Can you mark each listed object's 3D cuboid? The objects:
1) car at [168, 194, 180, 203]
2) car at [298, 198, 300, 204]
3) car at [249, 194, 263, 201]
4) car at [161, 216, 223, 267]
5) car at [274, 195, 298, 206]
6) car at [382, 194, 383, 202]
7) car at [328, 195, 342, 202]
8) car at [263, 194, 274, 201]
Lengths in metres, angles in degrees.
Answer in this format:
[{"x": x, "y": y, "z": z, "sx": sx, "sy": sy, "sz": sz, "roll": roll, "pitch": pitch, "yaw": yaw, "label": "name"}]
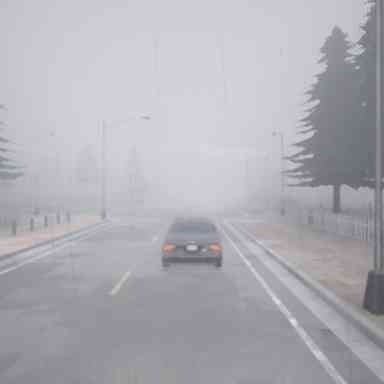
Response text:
[{"x": -3.515, "y": 1.276, "z": 64.374, "sx": 2.097, "sy": 1.767, "sz": 4.553, "roll": 0, "pitch": 0, "yaw": 0, "label": "car"}, {"x": 17.010, "y": 1.316, "z": 56.958, "sx": 1.970, "sy": 1.475, "sz": 3.806, "roll": 0, "pitch": 0, "yaw": 0, "label": "car"}, {"x": 14.204, "y": 1.250, "z": 75.600, "sx": 2.007, "sy": 1.523, "sz": 4.514, "roll": 0, "pitch": 0, "yaw": 0, "label": "car"}, {"x": 0.019, "y": 1.534, "z": 11.359, "sx": 2.033, "sy": 1.411, "sz": 5.357, "roll": 0, "pitch": 0, "yaw": 0, "label": "car"}, {"x": 13.956, "y": 1.315, "z": 49.567, "sx": 1.845, "sy": 1.501, "sz": 3.633, "roll": 0, "pitch": 0, "yaw": 0, "label": "car"}, {"x": 39.102, "y": 1.217, "z": 67.690, "sx": 2.007, "sy": 1.523, "sz": 4.514, "roll": 0, "pitch": 0, "yaw": 0, "label": "car"}, {"x": 29.110, "y": 1.239, "z": 67.831, "sx": 1.845, "sy": 1.501, "sz": 3.633, "roll": 0, "pitch": 0, "yaw": 0, "label": "car"}, {"x": 17.341, "y": 1.241, "z": 75.621, "sx": 2.152, "sy": 1.636, "sz": 5.027, "roll": 0, "pitch": 0, "yaw": 0, "label": "car"}]
